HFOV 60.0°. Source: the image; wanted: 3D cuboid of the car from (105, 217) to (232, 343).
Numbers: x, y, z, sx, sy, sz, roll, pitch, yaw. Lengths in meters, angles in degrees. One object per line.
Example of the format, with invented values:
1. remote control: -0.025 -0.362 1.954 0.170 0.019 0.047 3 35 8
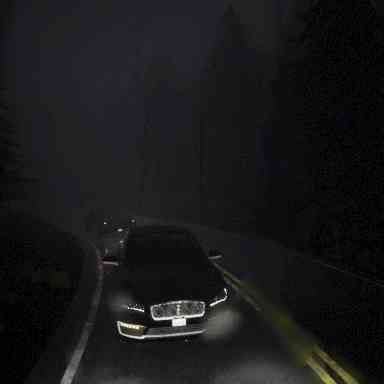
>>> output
1. car: -0.650 1.495 6.838 1.837 1.490 4.892 -1 0 -11

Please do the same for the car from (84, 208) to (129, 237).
1. car: -4.671 1.614 18.613 1.895 1.301 4.718 -3 1 -29
